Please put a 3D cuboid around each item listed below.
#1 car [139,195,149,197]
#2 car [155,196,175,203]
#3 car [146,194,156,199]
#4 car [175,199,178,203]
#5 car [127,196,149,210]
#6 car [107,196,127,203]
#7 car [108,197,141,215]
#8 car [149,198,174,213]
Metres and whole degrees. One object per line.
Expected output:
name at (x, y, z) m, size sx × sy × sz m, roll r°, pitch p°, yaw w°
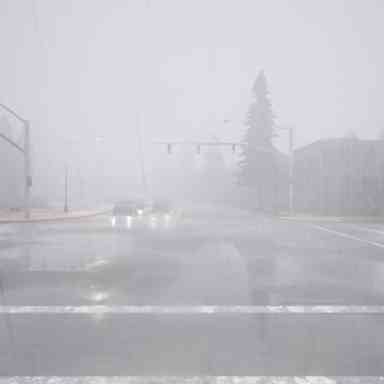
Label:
car at (-8.623, 1.628, 52.828) m, size 1.895 × 1.301 × 4.718 m, roll 0°, pitch 0°, yaw -17°
car at (-3.763, 1.501, 45.678) m, size 1.882 × 1.535 × 5.008 m, roll 0°, pitch 0°, yaw -6°
car at (-6.263, 1.577, 56.856) m, size 2.033 × 1.411 × 5.357 m, roll 0°, pitch 0°, yaw -21°
car at (-4.992, 1.631, 70.038) m, size 1.895 × 1.301 × 4.718 m, roll 0°, pitch 0°, yaw -35°
car at (-7.061, 1.586, 42.790) m, size 1.994 × 1.385 × 4.181 m, roll 0°, pitch 0°, yaw -3°
car at (-15.370, 1.566, 66.477) m, size 2.128 × 1.511 × 4.902 m, roll 0°, pitch 0°, yaw -38°
car at (-6.785, 1.522, 33.955) m, size 1.837 × 1.490 × 4.892 m, roll 0°, pitch 0°, yaw -1°
car at (-3.299, 1.620, 36.505) m, size 1.895 × 1.301 × 4.718 m, roll 0°, pitch 0°, yaw -1°
